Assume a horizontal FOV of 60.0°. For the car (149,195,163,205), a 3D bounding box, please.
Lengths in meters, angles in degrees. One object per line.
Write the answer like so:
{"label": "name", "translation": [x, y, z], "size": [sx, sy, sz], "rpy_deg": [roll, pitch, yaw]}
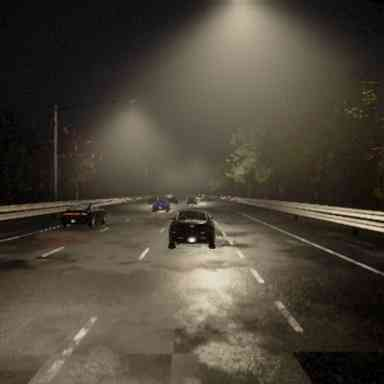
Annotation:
{"label": "car", "translation": [-7.013, 1.570, 62.544], "size": [1.837, 1.490, 4.892], "rpy_deg": [0, 0, 0]}

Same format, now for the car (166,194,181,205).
{"label": "car", "translation": [-3.512, 1.590, 62.491], "size": [1.812, 1.442, 4.674], "rpy_deg": [0, 0, 0]}

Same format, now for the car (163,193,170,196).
{"label": "car", "translation": [-7.014, 1.446, 80.200], "size": [2.097, 1.767, 4.553], "rpy_deg": [0, 0, 0]}

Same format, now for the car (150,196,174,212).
{"label": "car", "translation": [-3.508, 1.563, 39.094], "size": [1.812, 1.442, 4.674], "rpy_deg": [0, 0, 0]}

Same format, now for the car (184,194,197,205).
{"label": "car", "translation": [-0.012, 1.611, 62.401], "size": [2.033, 1.411, 5.357], "rpy_deg": [0, 0, 0]}

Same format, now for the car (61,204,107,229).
{"label": "car", "translation": [-7.005, 1.511, 22.054], "size": [2.128, 1.511, 4.902], "rpy_deg": [0, 0, 0]}

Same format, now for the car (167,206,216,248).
{"label": "car", "translation": [-0.002, 1.520, 14.727], "size": [1.837, 1.490, 4.892], "rpy_deg": [0, 0, 0]}
